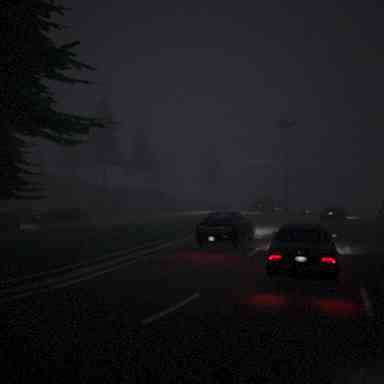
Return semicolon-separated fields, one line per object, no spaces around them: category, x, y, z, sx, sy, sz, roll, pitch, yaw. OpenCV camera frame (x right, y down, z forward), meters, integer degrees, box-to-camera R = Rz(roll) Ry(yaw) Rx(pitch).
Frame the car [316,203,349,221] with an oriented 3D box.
car;13.142;1.845;30.694;1.994;1.385;4.181;-1;-1;32

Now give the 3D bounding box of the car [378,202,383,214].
car;23.135;1.840;39.256;2.033;1.411;5.357;-1;-1;35

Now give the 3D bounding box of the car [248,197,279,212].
car;9.845;1.752;46.796;2.150;2.045;5.566;-1;-1;35

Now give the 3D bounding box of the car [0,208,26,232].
car;-13.759;2.009;22.096;4.181;1.385;1.994;0;-1;-40

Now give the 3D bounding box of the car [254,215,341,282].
car;3.428;1.655;10.212;2.033;1.411;5.357;-1;-1;20

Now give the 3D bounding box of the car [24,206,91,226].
car;-11.287;1.985;28.660;5.008;1.535;1.882;0;-1;-39

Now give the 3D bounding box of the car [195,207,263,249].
car;1.706;1.690;15.715;2.128;1.511;4.902;-1;-1;22

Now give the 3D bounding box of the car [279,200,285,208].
car;15.632;2.189;61.019;1.812;1.442;4.674;-1;-1;36

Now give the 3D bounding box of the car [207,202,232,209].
car;4.240;2.246;50.974;1.895;1.301;4.718;-1;-1;35

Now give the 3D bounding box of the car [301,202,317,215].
car;13.915;1.899;38.165;1.812;1.442;4.674;-1;-1;34
